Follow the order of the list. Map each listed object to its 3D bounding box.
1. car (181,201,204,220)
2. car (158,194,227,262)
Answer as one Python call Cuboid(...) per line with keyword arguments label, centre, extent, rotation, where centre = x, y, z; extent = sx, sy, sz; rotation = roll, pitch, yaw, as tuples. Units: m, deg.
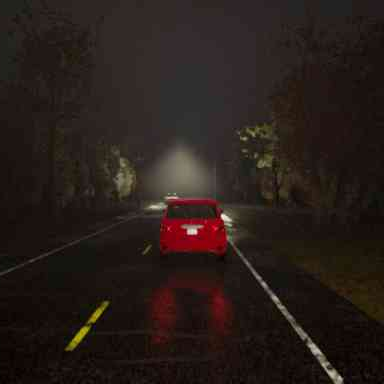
Cuboid(label="car", centre=(0.055, 1.556, 29.176), extent=(1.812, 1.442, 4.674), rotation=(0, 0, 1))
Cuboid(label="car", centre=(0.033, 1.236, 12.364), extent=(2.150, 2.045, 5.566), rotation=(0, 0, 1))
